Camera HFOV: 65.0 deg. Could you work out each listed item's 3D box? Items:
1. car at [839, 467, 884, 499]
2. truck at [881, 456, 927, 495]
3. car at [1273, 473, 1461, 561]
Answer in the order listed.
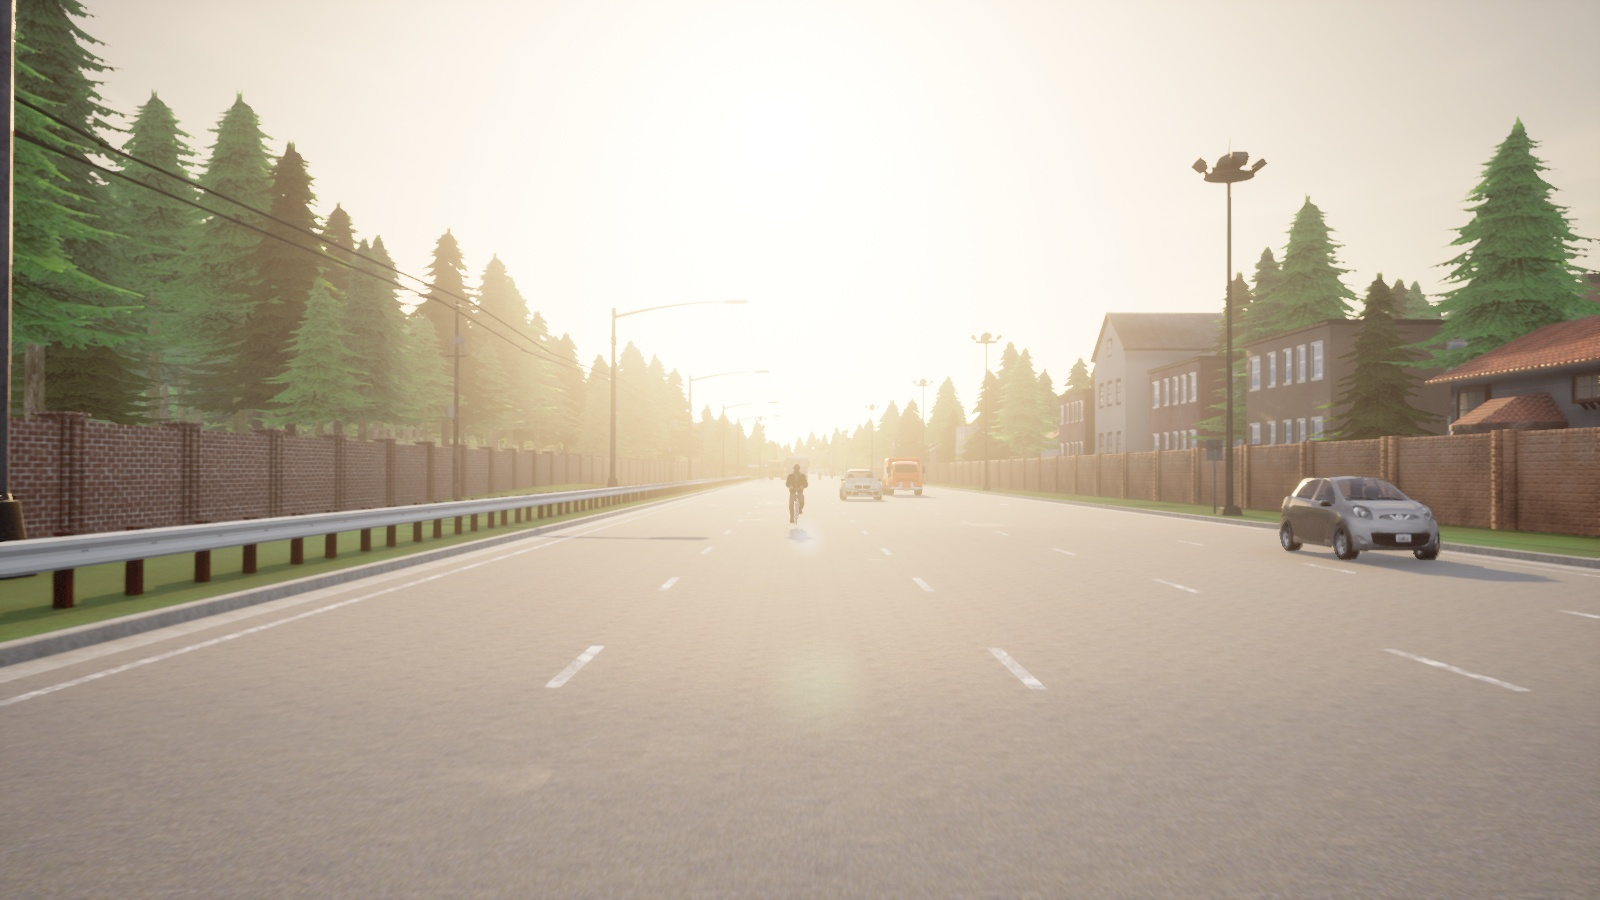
[{"bbox_3d":[3.329,1.800,68.932,2.242,1.667,4.611,0,-1,0],"label":"car"},{"bbox_3d":[6.793,1.684,82.638,2.627,2.467,5.204,0,-1,0],"label":"truck"},{"bbox_3d":[10.442,1.179,23.444,1.845,1.501,3.633,0,-1,0],"label":"car"}]
